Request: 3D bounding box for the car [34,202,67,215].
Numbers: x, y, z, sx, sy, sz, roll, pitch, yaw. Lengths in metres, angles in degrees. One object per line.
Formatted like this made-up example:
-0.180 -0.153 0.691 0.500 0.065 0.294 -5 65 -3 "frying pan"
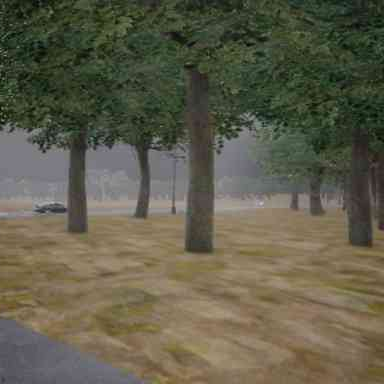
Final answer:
-17.035 2.074 41.368 1.837 1.490 4.892 0 -2 37 "car"
